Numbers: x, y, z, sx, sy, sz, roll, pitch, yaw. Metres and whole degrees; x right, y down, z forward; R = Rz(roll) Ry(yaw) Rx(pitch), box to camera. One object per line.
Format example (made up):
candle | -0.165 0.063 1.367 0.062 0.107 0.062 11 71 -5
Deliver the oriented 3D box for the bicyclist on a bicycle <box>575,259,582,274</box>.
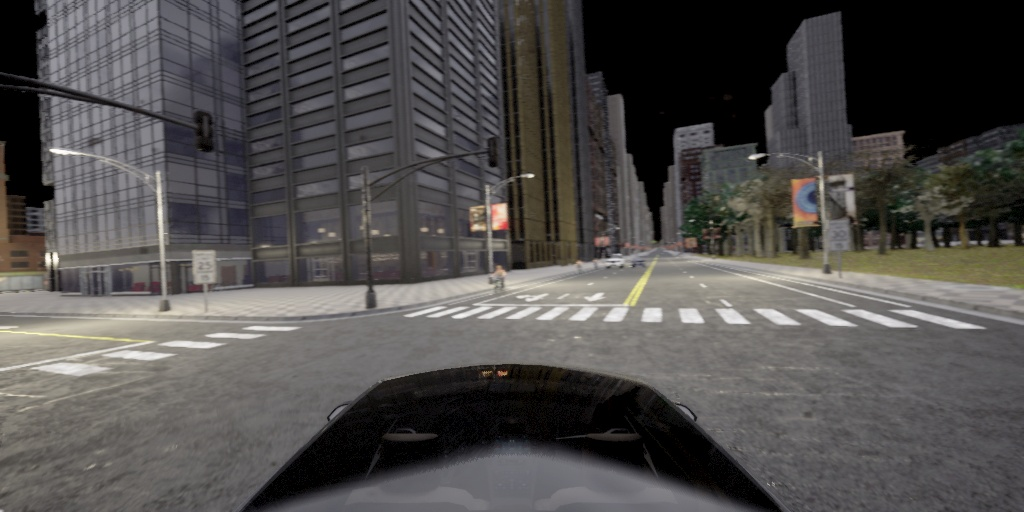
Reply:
bicyclist on a bicycle | 7.443 1.175 39.772 0.866 1.612 1.509 -3 -1 22

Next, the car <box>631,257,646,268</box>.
car | 18.097 0.925 51.144 2.033 1.411 5.357 -3 -1 22

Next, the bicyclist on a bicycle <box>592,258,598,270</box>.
bicyclist on a bicycle | 11.600 1.102 49.778 0.866 1.612 1.509 -3 -1 22

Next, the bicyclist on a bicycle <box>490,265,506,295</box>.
bicyclist on a bicycle | -0.711 1.321 19.851 0.866 1.612 1.509 -3 -1 23

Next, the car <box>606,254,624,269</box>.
car | 15.069 0.756 52.356 2.150 2.045 5.566 -3 -1 22
